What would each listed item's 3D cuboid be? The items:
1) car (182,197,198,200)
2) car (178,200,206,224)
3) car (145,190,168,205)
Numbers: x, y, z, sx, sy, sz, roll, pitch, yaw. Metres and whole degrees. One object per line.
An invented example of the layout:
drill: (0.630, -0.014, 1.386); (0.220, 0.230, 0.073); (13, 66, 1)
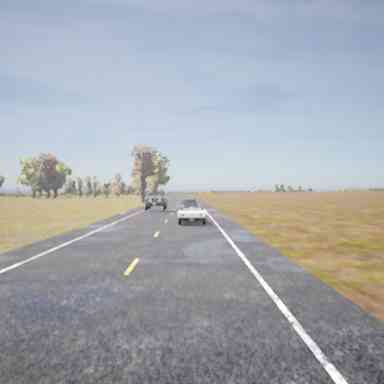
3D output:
car: (-0.239, 1.321, 41.575); (2.128, 1.511, 4.902); (0, 0, -1)
car: (-0.018, 1.497, 23.642); (1.895, 1.301, 4.718); (0, 0, -1)
car: (-3.751, 0.793, 35.851); (2.150, 2.045, 5.566); (0, 0, -1)
